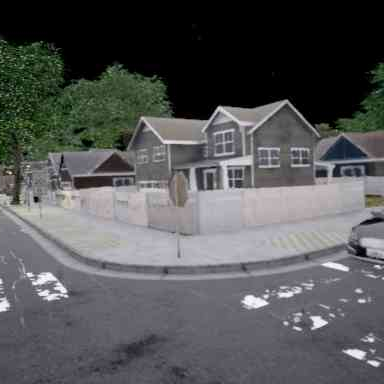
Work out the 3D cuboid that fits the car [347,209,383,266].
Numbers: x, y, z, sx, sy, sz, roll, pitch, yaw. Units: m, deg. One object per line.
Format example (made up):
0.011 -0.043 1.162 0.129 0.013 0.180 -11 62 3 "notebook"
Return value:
5.773 0.837 8.105 4.902 1.511 2.128 -4 3 -33 "car"
